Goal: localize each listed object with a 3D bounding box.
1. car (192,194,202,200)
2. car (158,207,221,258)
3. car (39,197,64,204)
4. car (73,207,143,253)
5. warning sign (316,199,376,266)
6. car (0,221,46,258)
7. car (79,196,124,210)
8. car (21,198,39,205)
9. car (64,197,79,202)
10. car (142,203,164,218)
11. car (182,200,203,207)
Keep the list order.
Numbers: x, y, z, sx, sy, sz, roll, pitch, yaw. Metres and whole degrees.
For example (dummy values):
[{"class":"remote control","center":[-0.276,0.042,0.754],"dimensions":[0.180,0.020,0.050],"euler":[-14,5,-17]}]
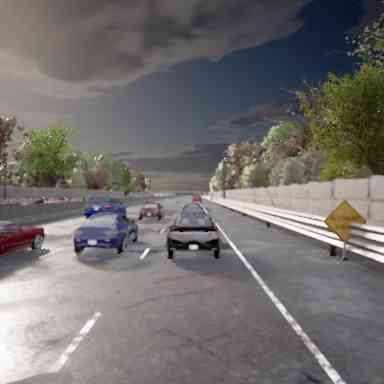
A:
[{"class":"car","center":[1.209,1.602,79.956],"dimensions":[2.150,2.045,5.566],"euler":[0,0,0]},{"class":"car","center":[0.067,1.539,12.974],"dimensions":[2.128,1.511,4.902],"euler":[0,0,0]},{"class":"car","center":[-21.069,1.575,51.309],"dimensions":[2.097,1.767,4.553],"euler":[0,0,0]},{"class":"car","center":[-3.428,1.575,13.793],"dimensions":[1.812,1.442,4.674],"euler":[0,0,0]},{"class":"warning sign","center":[4.547,1.150,9.926],"dimensions":[1.300,1.860,1.060],"euler":[0,0,0]},{"class":"car","center":[-6.939,1.642,11.555],"dimensions":[1.895,1.301,4.718],"euler":[0,0,0]},{"class":"car","center":[-6.941,1.328,26.895],"dimensions":[2.150,2.045,5.566],"euler":[0,0,0]},{"class":"car","center":[-24.567,1.715,51.522],"dimensions":[2.128,1.511,4.902],"euler":[0,0,0]},{"class":"car","center":[-17.571,1.575,51.528],"dimensions":[2.097,1.767,4.553],"euler":[0,0,0]},{"class":"car","center":[-3.430,1.640,28.966],"dimensions":[1.812,1.442,4.674],"euler":[0,0,0]},{"class":"car","center":[0.068,1.676,28.452],"dimensions":[1.994,1.385,4.181],"euler":[0,0,0]}]
